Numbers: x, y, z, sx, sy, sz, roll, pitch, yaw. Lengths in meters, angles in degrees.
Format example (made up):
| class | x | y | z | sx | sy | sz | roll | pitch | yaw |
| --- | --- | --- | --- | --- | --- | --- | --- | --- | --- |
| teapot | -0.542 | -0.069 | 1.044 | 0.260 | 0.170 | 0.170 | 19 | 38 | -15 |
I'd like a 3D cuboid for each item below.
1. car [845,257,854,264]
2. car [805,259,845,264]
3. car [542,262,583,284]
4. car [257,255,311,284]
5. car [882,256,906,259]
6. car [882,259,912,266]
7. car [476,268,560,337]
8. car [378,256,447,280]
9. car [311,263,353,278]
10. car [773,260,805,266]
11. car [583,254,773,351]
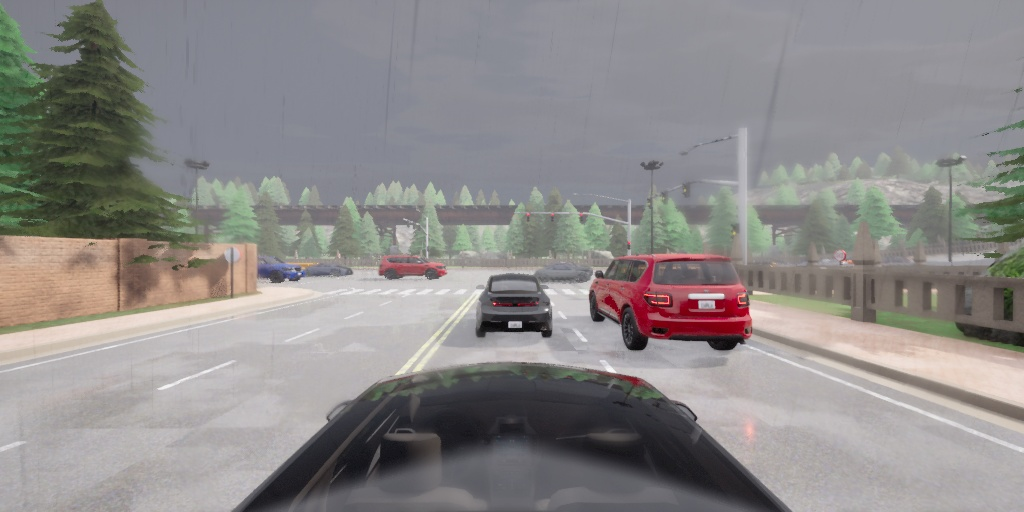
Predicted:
| class | x | y | z | sx | sy | sz | roll | pitch | yaw |
| --- | --- | --- | --- | --- | --- | --- | --- | --- | --- |
| car | 39.230 | 1.183 | 44.584 | 4.674 | 1.442 | 1.812 | -1 | 0 | 0 |
| car | 34.189 | 1.287 | 41.059 | 5.357 | 1.411 | 2.033 | 0 | 0 | 0 |
| car | 3.709 | 1.314 | 26.786 | 4.181 | 1.385 | 1.994 | 0 | 0 | 0 |
| car | -18.487 | 0.971 | 26.633 | 5.566 | 2.045 | 2.150 | 0 | 0 | 2 |
| car | 42.821 | 0.891 | 41.097 | 4.553 | 1.767 | 2.097 | -2 | 0 | 0 |
| car | 37.351 | 1.270 | 33.883 | 4.181 | 1.385 | 1.994 | -1 | 0 | 0 |
| car | 0.023 | 1.255 | 10.260 | 1.837 | 1.490 | 4.892 | 0 | 0 | -1 |
| car | -8.361 | 0.973 | 30.267 | 5.566 | 2.045 | 2.150 | 0 | 0 | 0 |
| car | -17.295 | 1.314 | 33.755 | 4.181 | 1.385 | 1.994 | 0 | 0 | 0 |
| car | 21.372 | 1.256 | 30.311 | 4.892 | 1.490 | 1.837 | 0 | 0 | 0 |
| car | 3.519 | 0.971 | 9.158 | 2.150 | 2.045 | 5.566 | 0 | 0 | 0 |
